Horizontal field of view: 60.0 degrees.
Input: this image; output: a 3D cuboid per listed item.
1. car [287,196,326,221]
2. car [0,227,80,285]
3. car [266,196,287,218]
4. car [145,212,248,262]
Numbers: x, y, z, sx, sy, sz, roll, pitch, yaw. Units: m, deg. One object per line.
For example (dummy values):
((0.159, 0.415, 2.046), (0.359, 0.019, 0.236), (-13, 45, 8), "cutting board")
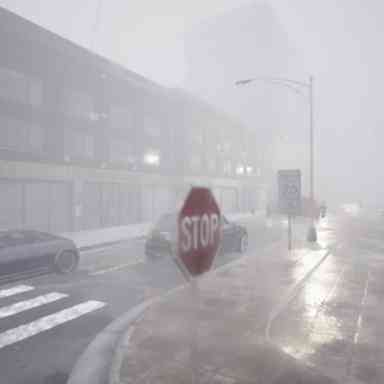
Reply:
((10.435, 1.389, 29.555), (2.150, 2.045, 5.566), (0, 0, 30), "car")
((-4.990, 1.636, 8.555), (1.994, 1.385, 4.181), (0, 0, 30), "car")
((9.084, 1.414, 33.110), (2.150, 2.045, 5.566), (0, 0, 30), "car")
((0.366, 1.432, 11.971), (2.097, 1.767, 4.553), (0, 0, 30), "car")
